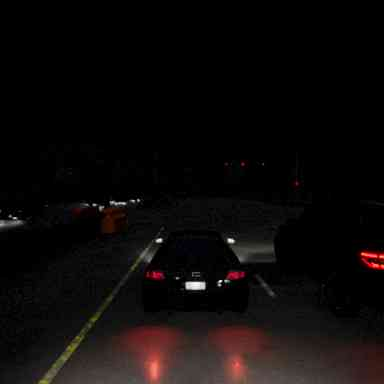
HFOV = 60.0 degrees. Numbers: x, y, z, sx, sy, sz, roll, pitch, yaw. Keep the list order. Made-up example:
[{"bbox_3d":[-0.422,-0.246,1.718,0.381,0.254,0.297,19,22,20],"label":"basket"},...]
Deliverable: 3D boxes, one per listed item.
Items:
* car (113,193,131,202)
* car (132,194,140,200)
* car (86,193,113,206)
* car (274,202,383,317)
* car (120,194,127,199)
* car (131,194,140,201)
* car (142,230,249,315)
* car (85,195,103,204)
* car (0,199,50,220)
[{"bbox_3d":[-14.329,1.421,67.585,1.895,1.301,4.718,0,0,0],"label":"car"},{"bbox_3d":[-15.038,1.269,89.400,1.812,1.442,4.674,0,0,-7],"label":"car"},{"bbox_3d":[-14.334,1.105,51.656,2.150,2.045,5.566,0,0,0],"label":"car"},{"bbox_3d":[3.591,1.227,7.613,2.150,2.045,5.566,0,0,-2],"label":"car"},{"bbox_3d":[-18.979,1.259,92.021,1.812,1.442,4.674,0,0,-11],"label":"car"},{"bbox_3d":[-14.396,1.282,79.313,1.837,1.490,4.892,0,0,0],"label":"car"},{"bbox_3d":[0.068,1.569,7.684,1.994,1.385,4.181,0,0,0],"label":"car"},{"bbox_3d":[-17.848,1.357,60.685,1.837,1.490,4.892,0,0,0],"label":"car"},{"bbox_3d":[-14.202,1.571,28.162,1.895,1.301,4.718,0,0,0],"label":"car"}]
